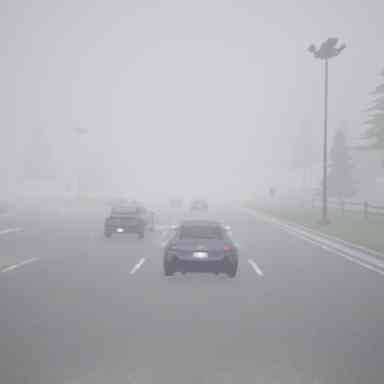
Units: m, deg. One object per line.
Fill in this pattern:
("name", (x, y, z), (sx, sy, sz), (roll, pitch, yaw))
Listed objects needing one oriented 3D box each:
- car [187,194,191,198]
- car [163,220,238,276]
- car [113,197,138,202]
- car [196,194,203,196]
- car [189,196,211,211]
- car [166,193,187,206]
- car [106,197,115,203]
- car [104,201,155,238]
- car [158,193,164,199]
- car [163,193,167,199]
("car", (-1.514, 1.234, 93.325), (2.128, 1.511, 4.902), (1, 0, 1))
("car", (0.258, 1.537, 10.297), (1.994, 1.385, 4.181), (1, 0, 1))
("car", (-6.227, 1.424, 33.706), (1.895, 1.301, 4.718), (1, 0, 1))
("car", (1.960, 1.280, 92.080), (1.812, 1.442, 4.674), (1, 0, 1))
("car", (0.881, 1.463, 38.605), (1.994, 1.385, 4.181), (1, 0, 1))
("car", (-2.340, 1.313, 51.209), (2.128, 1.511, 4.902), (1, 0, 1))
("car", (-9.537, 1.304, 42.399), (2.033, 1.411, 5.357), (1, 0, 1))
("car", (-3.093, 1.416, 17.015), (1.837, 1.490, 4.892), (1, 0, 1))
("car", (-8.514, 1.146, 93.360), (2.128, 1.511, 4.902), (1, 0, 1))
("car", (-5.252, 1.233, 82.523), (2.033, 1.411, 5.357), (1, 0, 1))
